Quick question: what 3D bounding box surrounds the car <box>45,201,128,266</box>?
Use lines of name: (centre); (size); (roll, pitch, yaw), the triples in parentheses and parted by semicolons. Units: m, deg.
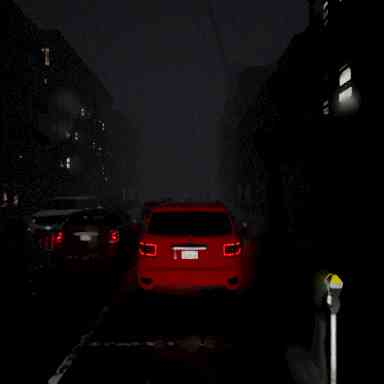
car: (-3.048, 1.352, 11.681); (2.097, 1.767, 4.553); (0, 0, 0)

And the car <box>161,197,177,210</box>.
car: (-3.044, 1.503, 44.888); (1.837, 1.490, 4.892); (0, 0, 0)

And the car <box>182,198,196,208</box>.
car: (-0.454, 1.543, 48.426); (1.887, 1.381, 4.507); (0, 0, 0)

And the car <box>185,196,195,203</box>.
car: (-0.453, 1.545, 70.970); (2.008, 1.369, 4.403); (0, 0, 0)

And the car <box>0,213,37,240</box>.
car: (-8.835, 1.583, 14.612); (1.802, 1.307, 4.206); (0, 0, 0)

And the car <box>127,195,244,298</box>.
car: (-0.038, 1.229, 8.679); (2.150, 2.045, 5.566); (0, 0, 0)

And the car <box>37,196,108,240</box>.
car: (-6.246, 1.222, 17.196); (2.150, 2.045, 5.566); (0, 0, 0)

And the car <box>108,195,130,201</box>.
car: (-8.833, 1.314, 37.157); (2.192, 1.841, 5.009); (0, 0, 0)

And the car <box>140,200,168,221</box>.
car: (-3.145, 1.478, 28.443); (1.882, 1.535, 5.008); (0, 0, 0)

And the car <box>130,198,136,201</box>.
car: (-8.834, 1.439, 42.793); (1.967, 1.590, 4.097); (0, 0, 0)

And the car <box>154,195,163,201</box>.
car: (-8.834, 1.541, 87.882); (2.008, 1.369, 4.403); (0, 0, 0)

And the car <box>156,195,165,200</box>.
car: (-8.834, 1.539, 93.519); (2.008, 1.369, 4.403); (0, 0, 0)

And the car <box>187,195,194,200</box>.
car: (-0.452, 1.513, 93.685); (1.752, 1.417, 4.829); (0, 0, 0)

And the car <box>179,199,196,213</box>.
car: (-0.454, 1.525, 37.323); (1.752, 1.417, 4.829); (0, 0, 0)
